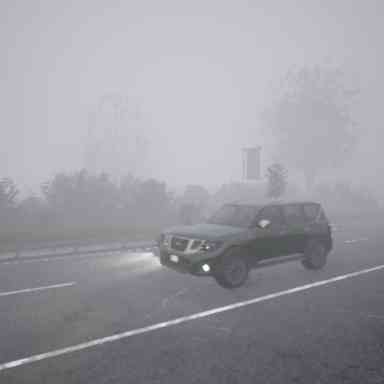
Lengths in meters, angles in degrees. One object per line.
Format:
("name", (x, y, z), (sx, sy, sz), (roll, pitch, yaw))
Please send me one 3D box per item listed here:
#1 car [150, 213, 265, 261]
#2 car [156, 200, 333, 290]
("car", (0.681, 1.617, 13.139), (4.181, 1.385, 1.994), (0, 0, -36))
("car", (1.820, 1.266, 9.638), (5.566, 2.045, 2.150), (0, 0, -36))
